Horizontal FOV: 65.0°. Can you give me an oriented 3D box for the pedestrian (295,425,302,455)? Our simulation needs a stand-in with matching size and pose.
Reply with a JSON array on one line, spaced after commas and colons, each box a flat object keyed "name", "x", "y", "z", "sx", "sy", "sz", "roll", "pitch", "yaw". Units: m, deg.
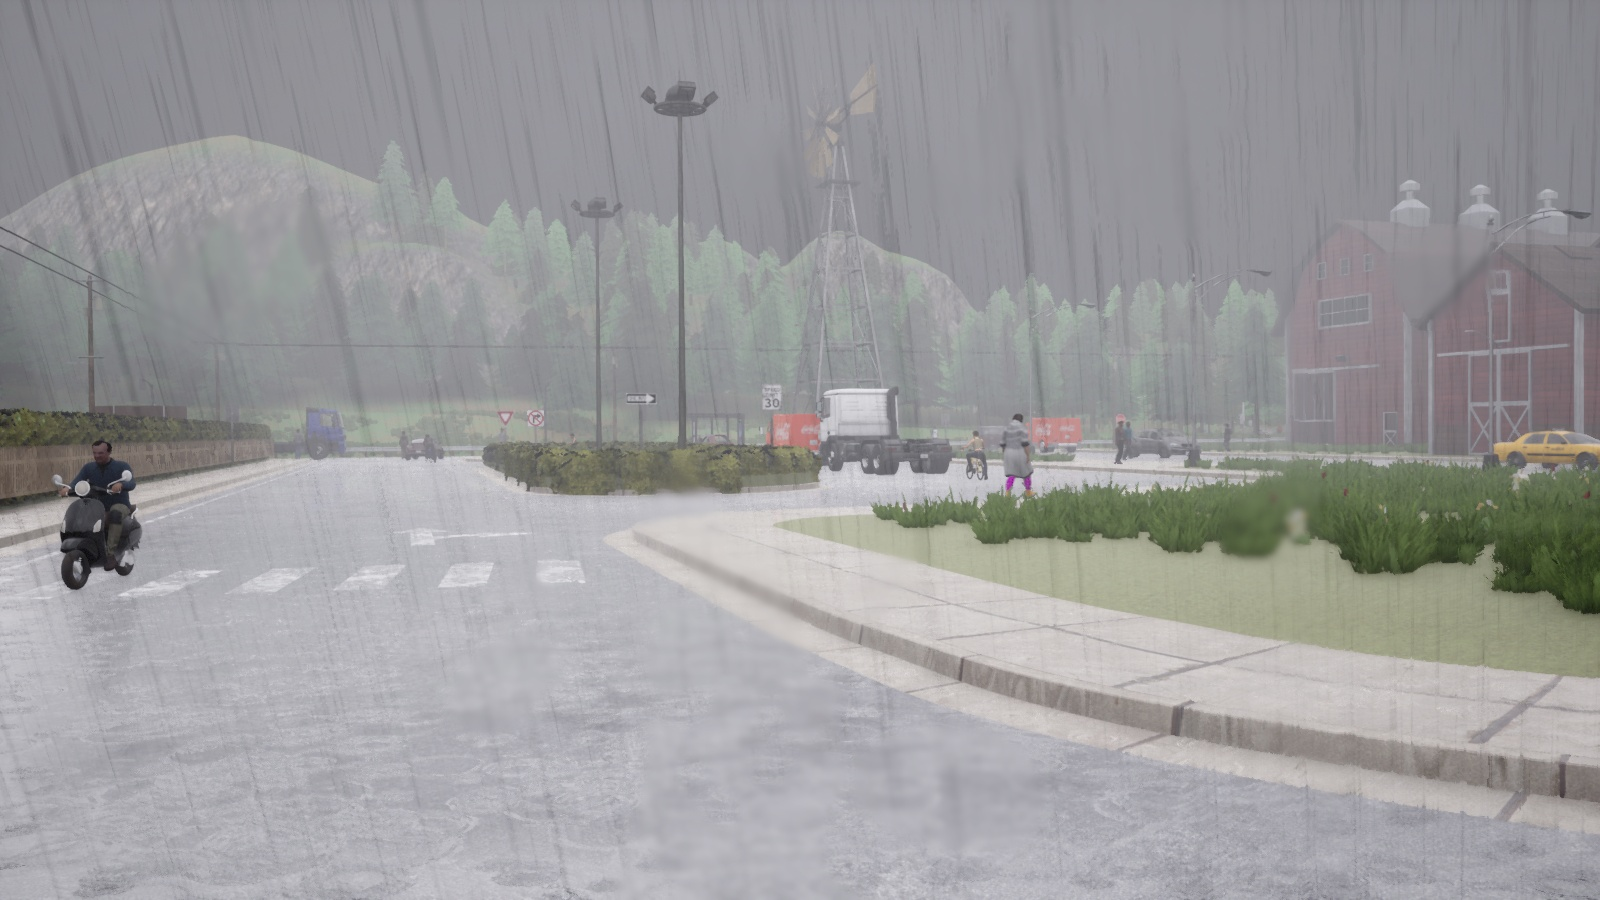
[{"name": "pedestrian", "x": -31.104, "y": -0.616, "z": 77.843, "sx": 0.354, "sy": 1.836, "sz": 0.706, "roll": 0, "pitch": 1, "yaw": -17}]

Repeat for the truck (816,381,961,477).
[{"name": "truck", "x": 3.290, "y": -0.825, "z": 49.404, "sx": 2.891, "sy": 3.462, "sz": 7.936, "roll": 0, "pitch": 1, "yaw": -18}]

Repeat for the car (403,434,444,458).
[{"name": "car", "x": -23.941, "y": -0.276, "z": 80.076, "sx": 1.812, "sy": 1.442, "sz": 4.674, "roll": 0, "pitch": 1, "yaw": -8}]

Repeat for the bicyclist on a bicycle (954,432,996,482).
[{"name": "bicyclist on a bicycle", "x": 5.720, "y": 0.216, "z": 41.083, "sx": 0.866, "sy": 1.612, "sz": 1.509, "roll": 0, "pitch": 1, "yaw": -13}]

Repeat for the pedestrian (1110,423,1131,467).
[{"name": "pedestrian", "x": 13.388, "y": -0.223, "z": 52.453, "sx": 0.328, "sy": 1.805, "sz": 0.869, "roll": -1, "pitch": 1, "yaw": -34}]

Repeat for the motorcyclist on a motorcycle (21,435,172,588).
[{"name": "motorcyclist on a motorcycle", "x": -7.802, "y": 0.628, "z": 14.027, "sx": 0.866, "sy": 1.590, "sz": 1.817, "roll": 0, "pitch": 1, "yaw": -8}]

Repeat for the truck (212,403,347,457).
[{"name": "truck", "x": -34.247, "y": -1.329, "z": 82.964, "sx": 7.936, "sy": 3.462, "sz": 2.891, "roll": 0, "pitch": 1, "yaw": -17}]

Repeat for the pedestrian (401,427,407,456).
[{"name": "pedestrian", "x": -26.110, "y": -0.545, "z": 82.794, "sx": 0.396, "sy": 1.930, "sz": 0.692, "roll": 0, "pitch": 1, "yaw": -18}]

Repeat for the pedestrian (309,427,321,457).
[{"name": "pedestrian", "x": -30.607, "y": -0.507, "z": 79.274, "sx": 0.353, "sy": 1.847, "sz": 0.614, "roll": 1, "pitch": 1, "yaw": 35}]

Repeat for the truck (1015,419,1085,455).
[{"name": "truck", "x": 17.666, "y": -0.909, "z": 88.986, "sx": 2.627, "sy": 2.467, "sz": 5.204, "roll": 0, "pitch": 1, "yaw": -18}]

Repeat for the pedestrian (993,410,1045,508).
[{"name": "pedestrian", "x": 4.453, "y": 0.164, "z": 25.549, "sx": 0.659, "sy": 1.952, "sz": 0.873, "roll": 1, "pitch": 1, "yaw": 43}]

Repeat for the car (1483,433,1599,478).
[{"name": "car", "x": 27.969, "y": 0.151, "z": 46.031, "sx": 1.801, "sy": 1.575, "sz": 5.366, "roll": 0, "pitch": 1, "yaw": -18}]

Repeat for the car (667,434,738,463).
[{"name": "car", "x": -5.283, "y": -0.105, "z": 67.964, "sx": 3.633, "sy": 1.501, "sz": 1.845, "roll": 1, "pitch": 1, "yaw": 41}]

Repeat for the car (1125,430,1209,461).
[{"name": "car", "x": 20.279, "y": -0.294, "z": 69.658, "sx": 2.242, "sy": 1.667, "sz": 4.611, "roll": 0, "pitch": 1, "yaw": -18}]

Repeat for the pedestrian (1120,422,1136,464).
[{"name": "pedestrian", "x": 15.279, "y": -0.319, "z": 58.465, "sx": 0.396, "sy": 1.930, "sz": 0.692, "roll": 0, "pitch": 1, "yaw": -20}]

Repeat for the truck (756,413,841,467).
[{"name": "truck", "x": -0.139, "y": -0.489, "z": 60.137, "sx": 2.627, "sy": 2.467, "sz": 5.204, "roll": 0, "pitch": 1, "yaw": -18}]
